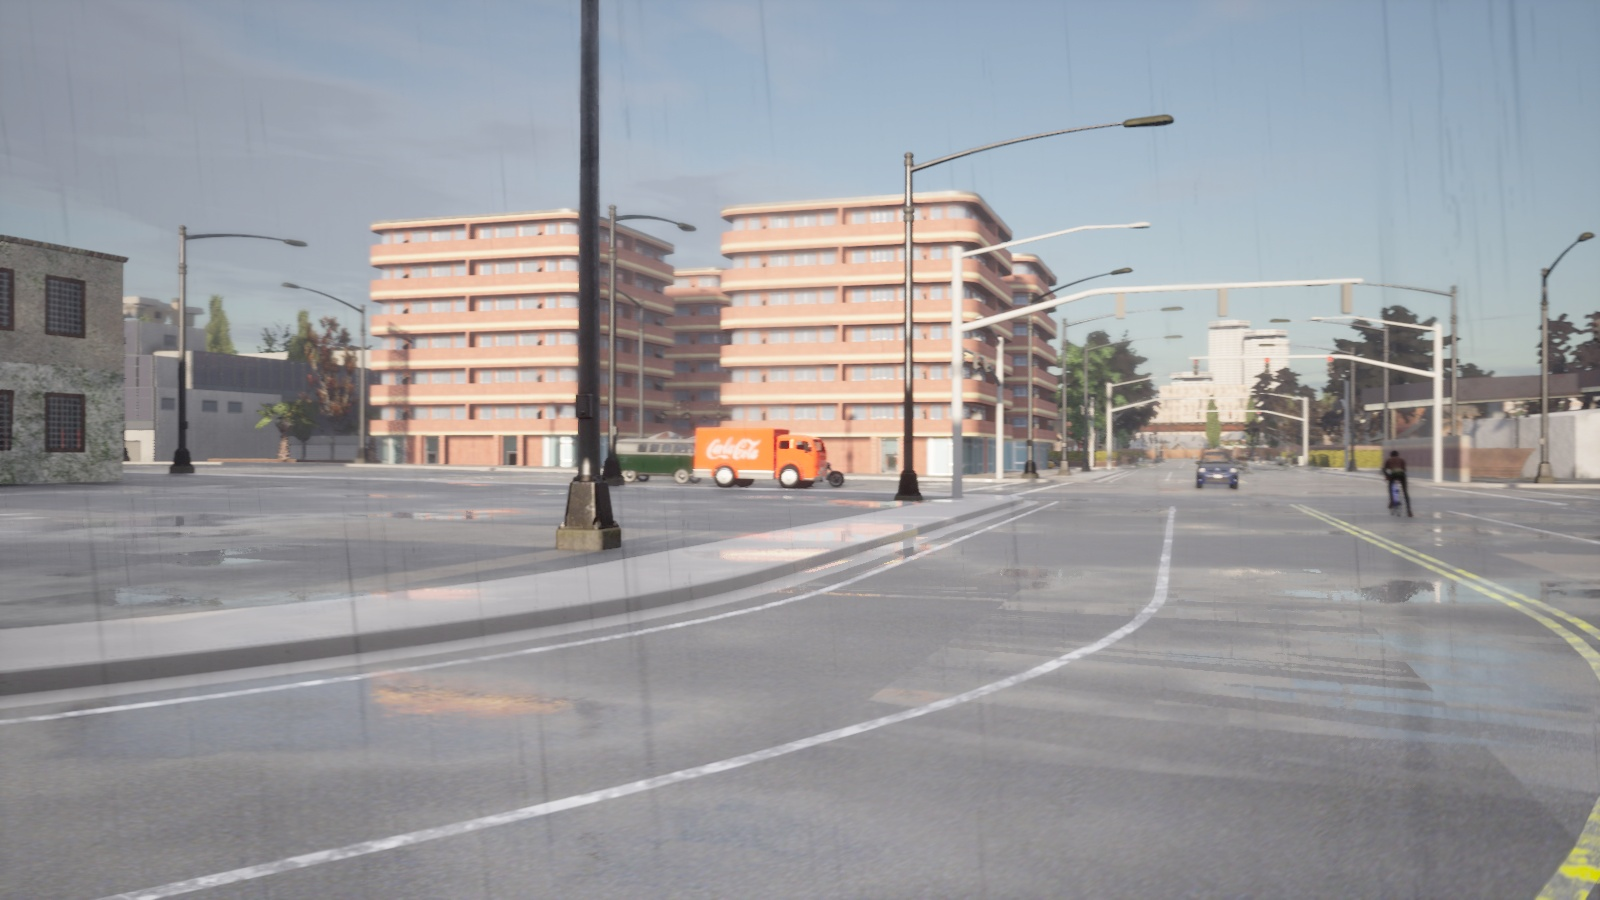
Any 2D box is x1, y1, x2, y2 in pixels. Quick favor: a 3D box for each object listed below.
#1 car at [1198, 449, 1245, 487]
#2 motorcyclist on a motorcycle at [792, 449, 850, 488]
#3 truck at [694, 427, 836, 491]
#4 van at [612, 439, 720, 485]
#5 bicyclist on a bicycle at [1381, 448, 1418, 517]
[{"bbox_3d":[18.483,0.769,55.221,1.851,1.617,3.988,0,0,17],"label":"car"},{"bbox_3d":[0.903,0.781,53.907,2.350,1.649,0.766,1,0,17],"label":"motorcyclist on a motorcycle"},{"bbox_3d":[-1.397,0.327,51.042,5.204,2.467,2.627,1,0,18],"label":"truck"},{"bbox_3d":[-6.012,0.518,56.245,4.442,1.987,1.775,1,0,18],"label":"van"},{"bbox_3d":[14.580,0.771,30.557,0.582,1.620,1.656,0,-1,17],"label":"bicyclist on a bicycle"}]
